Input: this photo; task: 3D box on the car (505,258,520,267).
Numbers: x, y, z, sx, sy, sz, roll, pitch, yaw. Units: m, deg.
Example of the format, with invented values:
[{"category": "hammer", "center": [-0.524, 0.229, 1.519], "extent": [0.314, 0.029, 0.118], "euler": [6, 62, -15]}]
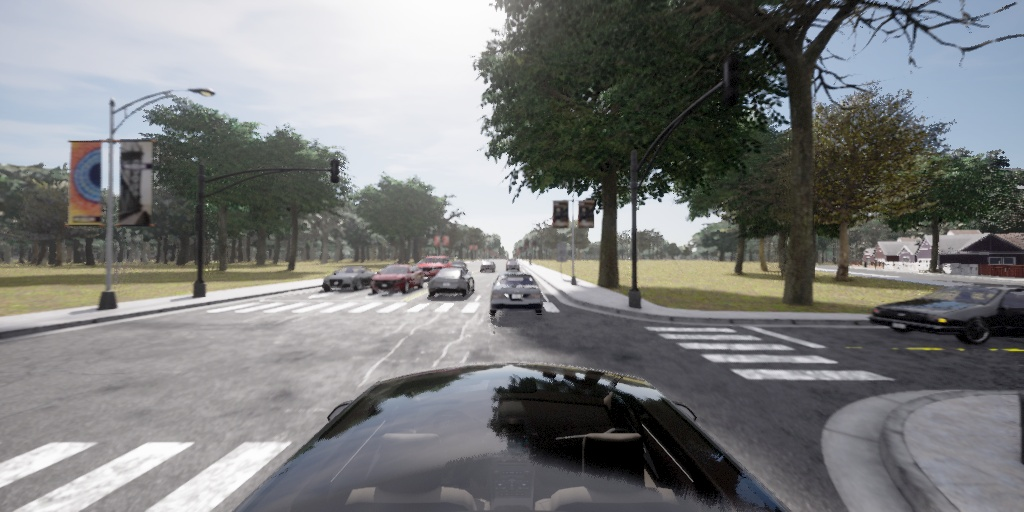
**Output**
[{"category": "car", "center": [0.104, 1.346, 47.103], "extent": [2.033, 1.411, 5.357], "euler": [0, 0, 0]}]

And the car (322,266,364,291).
[{"category": "car", "center": [-9.837, 1.340, 22.086], "extent": [1.994, 1.385, 4.181], "euler": [0, 0, 1]}]

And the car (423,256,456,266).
[{"category": "car", "center": [-6.598, 1.007, 30.951], "extent": [2.150, 2.045, 5.566], "euler": [0, 0, 1]}]

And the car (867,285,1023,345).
[{"category": "car", "center": [13.065, 1.520, 9.799], "extent": [5.357, 1.411, 2.033], "euler": [1, -1, -3]}]

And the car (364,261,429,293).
[{"category": "car", "center": [-6.591, 1.252, 21.033], "extent": [1.882, 1.535, 5.008], "euler": [0, 0, 0]}]

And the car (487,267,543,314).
[{"category": "car", "center": [0.122, 1.315, 13.752], "extent": [2.033, 1.411, 5.357], "euler": [0, 0, 0]}]

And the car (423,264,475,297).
[{"category": "car", "center": [-3.149, 1.337, 19.289], "extent": [1.994, 1.385, 4.181], "euler": [0, 0, 0]}]

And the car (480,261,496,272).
[{"category": "car", "center": [-3.146, 1.347, 47.676], "extent": [2.033, 1.411, 5.357], "euler": [0, 0, 0]}]

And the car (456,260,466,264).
[{"category": "car", "center": [-6.564, 1.301, 43.688], "extent": [1.837, 1.490, 4.892], "euler": [0, 0, 0]}]
